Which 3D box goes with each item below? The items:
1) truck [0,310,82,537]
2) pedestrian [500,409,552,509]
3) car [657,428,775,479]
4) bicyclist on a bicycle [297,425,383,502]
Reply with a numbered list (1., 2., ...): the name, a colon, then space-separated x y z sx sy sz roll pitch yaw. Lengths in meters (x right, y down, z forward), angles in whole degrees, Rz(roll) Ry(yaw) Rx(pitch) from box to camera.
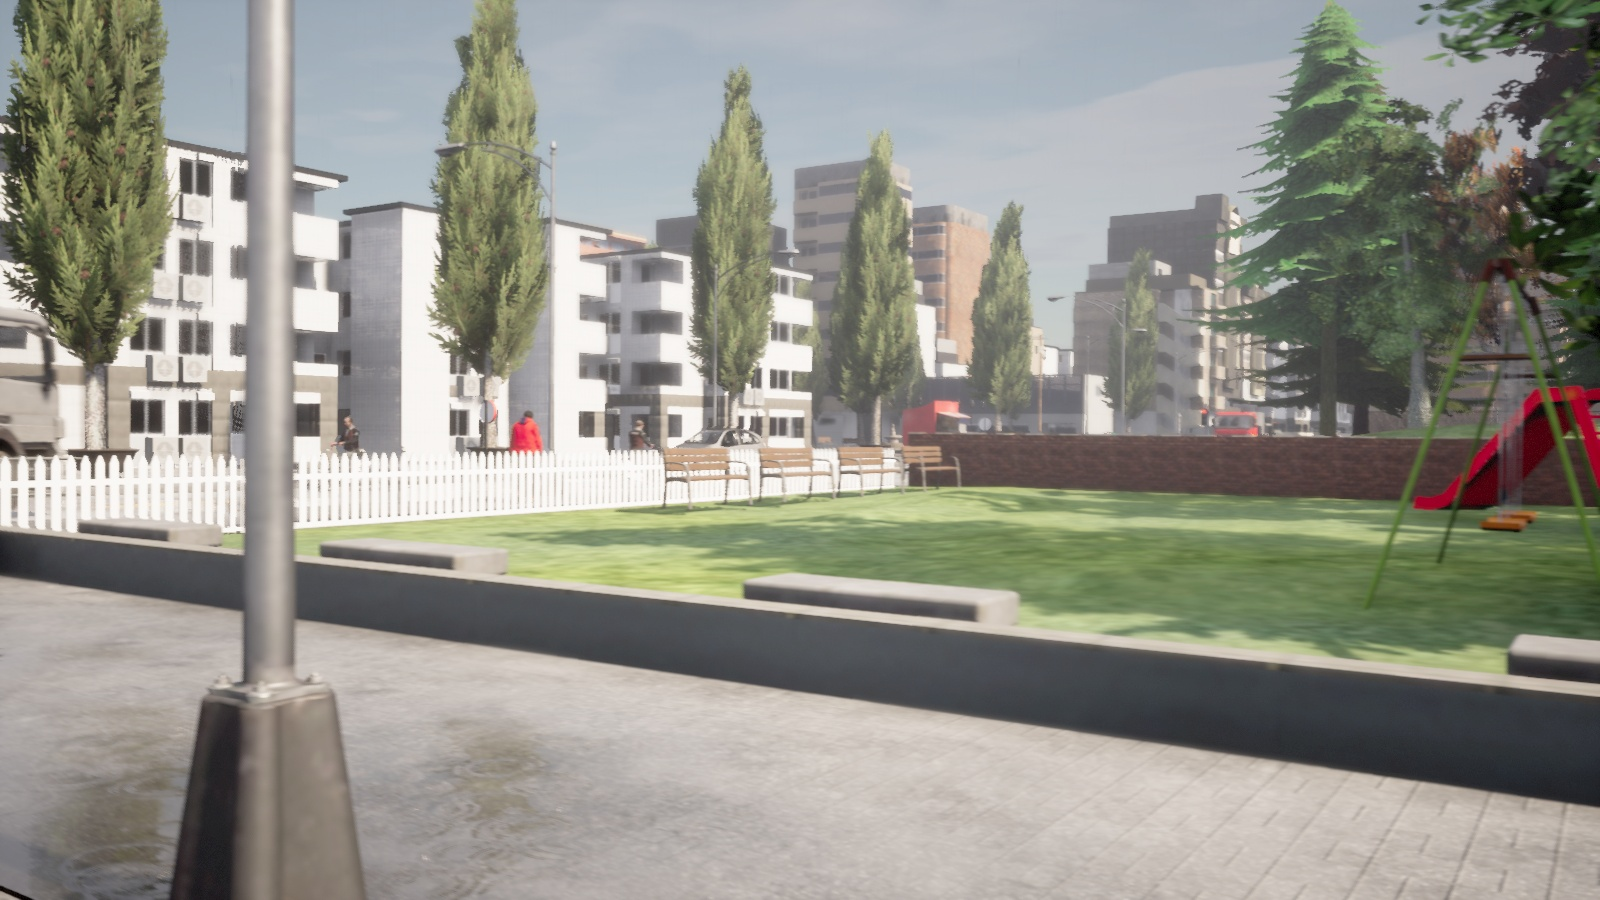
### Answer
1. truck: -14.044 -0.357 17.106 2.891 3.462 7.936 -1 1 11
2. pedestrian: -5.167 0.164 23.714 0.634 1.844 0.899 0 1 11
3. car: -2.723 0.085 41.691 1.851 1.617 3.988 0 1 34
4. bicyclist on a bicycle: -10.812 0.296 29.569 0.659 1.776 1.843 0 1 34
